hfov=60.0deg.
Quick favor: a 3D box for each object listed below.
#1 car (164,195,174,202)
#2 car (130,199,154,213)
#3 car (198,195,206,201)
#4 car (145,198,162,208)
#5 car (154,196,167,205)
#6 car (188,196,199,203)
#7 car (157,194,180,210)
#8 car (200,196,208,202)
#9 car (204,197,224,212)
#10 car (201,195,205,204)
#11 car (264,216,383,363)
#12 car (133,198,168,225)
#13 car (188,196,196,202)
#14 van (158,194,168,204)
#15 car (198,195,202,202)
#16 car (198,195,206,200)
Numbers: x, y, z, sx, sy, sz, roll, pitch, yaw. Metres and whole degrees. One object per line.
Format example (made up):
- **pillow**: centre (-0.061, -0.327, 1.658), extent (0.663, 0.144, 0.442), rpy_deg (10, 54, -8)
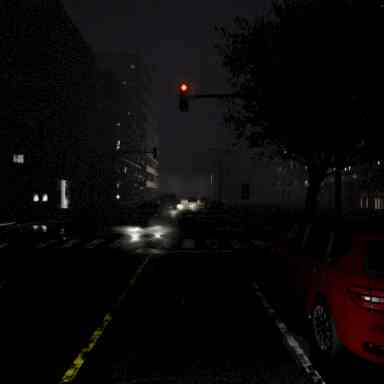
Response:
- **car**: centre (-5.676, 1.507, 82.503), extent (1.967, 1.590, 4.097), rpy_deg (0, 0, 0)
- **car**: centre (-5.682, 1.563, 38.241), extent (2.008, 1.369, 4.403), rpy_deg (0, 0, 0)
- **car**: centre (2.705, 1.621, 88.034), extent (1.887, 1.381, 4.507), rpy_deg (0, 0, 0)
- **car**: centre (-5.681, 1.573, 49.307), extent (2.008, 1.369, 4.403), rpy_deg (0, 0, 0)
- **car**: centre (-5.679, 1.476, 60.372), extent (1.967, 1.590, 4.097), rpy_deg (0, 0, 0)
- **car**: centre (0.115, 1.612, 69.419), extent (1.994, 1.385, 4.181), rpy_deg (0, 0, 0)
- **car**: centre (-3.092, 1.236, 43.935), extent (2.150, 2.045, 5.566), rpy_deg (0, 0, 0)
- **car**: centre (2.704, 1.584, 77.139), extent (1.752, 1.417, 4.829), rpy_deg (0, 0, 0)
- **car**: centre (2.698, 1.557, 38.240), extent (1.887, 1.381, 4.507), rpy_deg (0, 0, 0)
- **car**: centre (2.699, 1.548, 49.475), extent (1.752, 1.417, 4.829), rpy_deg (0, 0, 0)
- **car**: centre (2.694, 1.315, 5.852), extent (2.192, 1.841, 5.009), rpy_deg (0, 0, 0)
- **car**: centre (-3.094, 1.481, 24.528), extent (1.882, 1.535, 5.008), rpy_deg (0, 0, 0)
- **car**: centre (0.015, 1.657, 79.320), extent (1.895, 1.301, 4.718), rpy_deg (0, 0, 0)
- **van**: centre (-5.678, 1.384, 65.905), extent (1.690, 1.788, 3.998), rpy_deg (0, 0, 0)
- **car**: centre (2.702, 1.625, 65.903), extent (1.802, 1.307, 4.206), rpy_deg (0, 0, 0)
- **car**: centre (2.706, 1.638, 93.567), extent (2.008, 1.369, 4.403), rpy_deg (0, 0, 0)
